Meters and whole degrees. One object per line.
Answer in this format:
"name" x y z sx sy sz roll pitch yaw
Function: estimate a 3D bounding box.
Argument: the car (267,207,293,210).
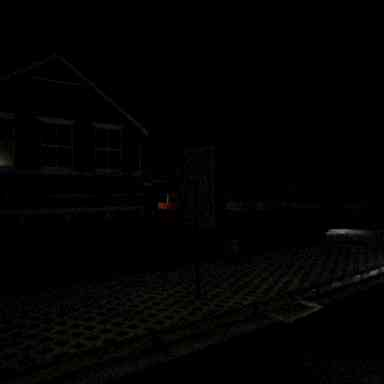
"car" 6.781 1.877 23.891 1.837 1.490 4.892 -1 -1 -43

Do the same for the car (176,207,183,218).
"car" -0.179 2.085 31.118 5.008 1.535 1.882 -2 -1 44
